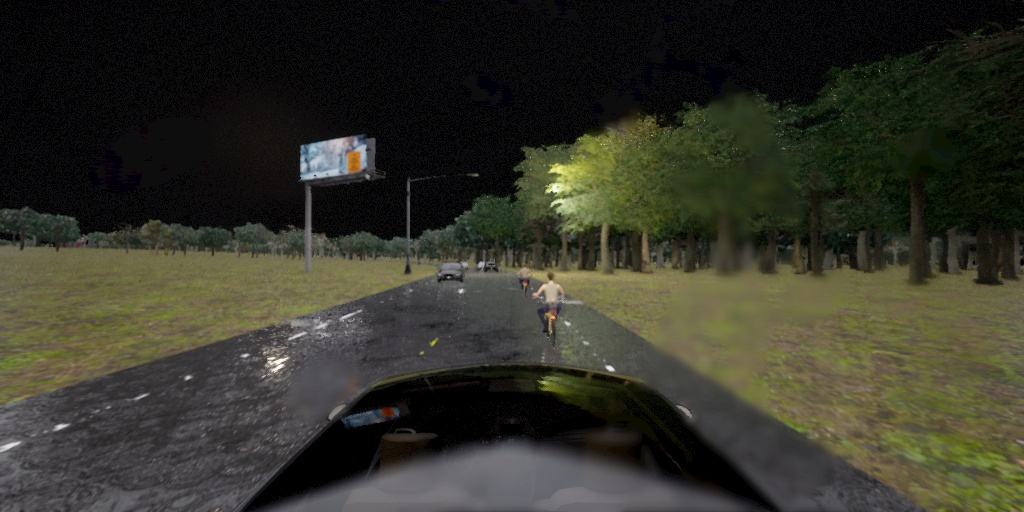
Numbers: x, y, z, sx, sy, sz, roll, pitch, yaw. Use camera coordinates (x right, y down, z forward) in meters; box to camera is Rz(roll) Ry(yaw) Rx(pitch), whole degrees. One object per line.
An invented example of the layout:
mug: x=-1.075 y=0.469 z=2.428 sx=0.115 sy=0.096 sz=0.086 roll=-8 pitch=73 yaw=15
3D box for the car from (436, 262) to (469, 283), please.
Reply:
car: x=-4.508 y=1.214 z=27.134 sx=1.837 sy=1.490 sz=4.892 roll=0 pitch=0 yaw=-4

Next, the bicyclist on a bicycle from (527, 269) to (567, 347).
bicyclist on a bicycle: x=0.882 y=1.168 z=8.317 sx=0.866 sy=1.612 sz=1.509 roll=0 pitch=0 yaw=-1

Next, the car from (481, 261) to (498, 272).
car: x=-3.104 y=1.477 z=51.271 sx=1.837 sy=1.490 sz=4.892 roll=0 pitch=-1 yaw=-7

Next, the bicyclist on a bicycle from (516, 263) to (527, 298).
bicyclist on a bicycle: x=0.619 y=1.156 z=17.364 sx=0.866 sy=1.612 sz=1.509 roll=0 pitch=0 yaw=-3
